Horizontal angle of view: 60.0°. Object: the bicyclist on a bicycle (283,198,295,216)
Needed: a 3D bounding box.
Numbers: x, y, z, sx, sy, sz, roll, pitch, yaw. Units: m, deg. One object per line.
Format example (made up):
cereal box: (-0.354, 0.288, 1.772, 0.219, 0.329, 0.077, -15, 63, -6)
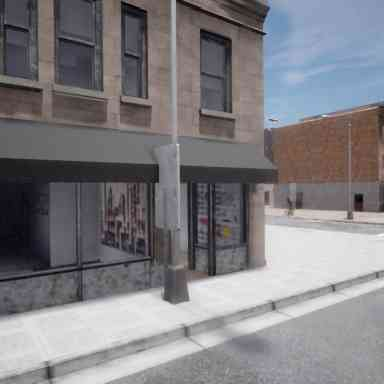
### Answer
bicyclist on a bicycle: (8.946, 1.375, 30.642, 1.656, 1.620, 0.582, -1, 1, -35)
